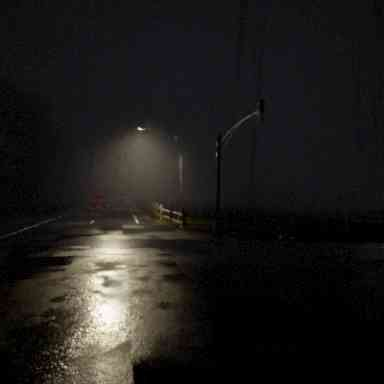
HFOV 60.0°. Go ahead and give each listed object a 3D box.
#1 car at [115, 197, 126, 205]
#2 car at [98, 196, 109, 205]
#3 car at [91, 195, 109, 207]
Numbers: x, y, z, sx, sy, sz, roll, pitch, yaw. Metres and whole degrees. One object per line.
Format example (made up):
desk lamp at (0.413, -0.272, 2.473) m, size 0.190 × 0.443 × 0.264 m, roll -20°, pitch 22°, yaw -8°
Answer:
car at (-15.165, 1.913, 70.527) m, size 1.837 × 1.490 × 4.892 m, roll 1°, pitch -1°, yaw -12°
car at (-18.786, 1.710, 70.779) m, size 2.097 × 1.767 × 4.553 m, roll 1°, pitch -1°, yaw -12°
car at (-15.696, 1.496, 56.263) m, size 2.150 × 2.045 × 5.566 m, roll 1°, pitch 0°, yaw -12°
